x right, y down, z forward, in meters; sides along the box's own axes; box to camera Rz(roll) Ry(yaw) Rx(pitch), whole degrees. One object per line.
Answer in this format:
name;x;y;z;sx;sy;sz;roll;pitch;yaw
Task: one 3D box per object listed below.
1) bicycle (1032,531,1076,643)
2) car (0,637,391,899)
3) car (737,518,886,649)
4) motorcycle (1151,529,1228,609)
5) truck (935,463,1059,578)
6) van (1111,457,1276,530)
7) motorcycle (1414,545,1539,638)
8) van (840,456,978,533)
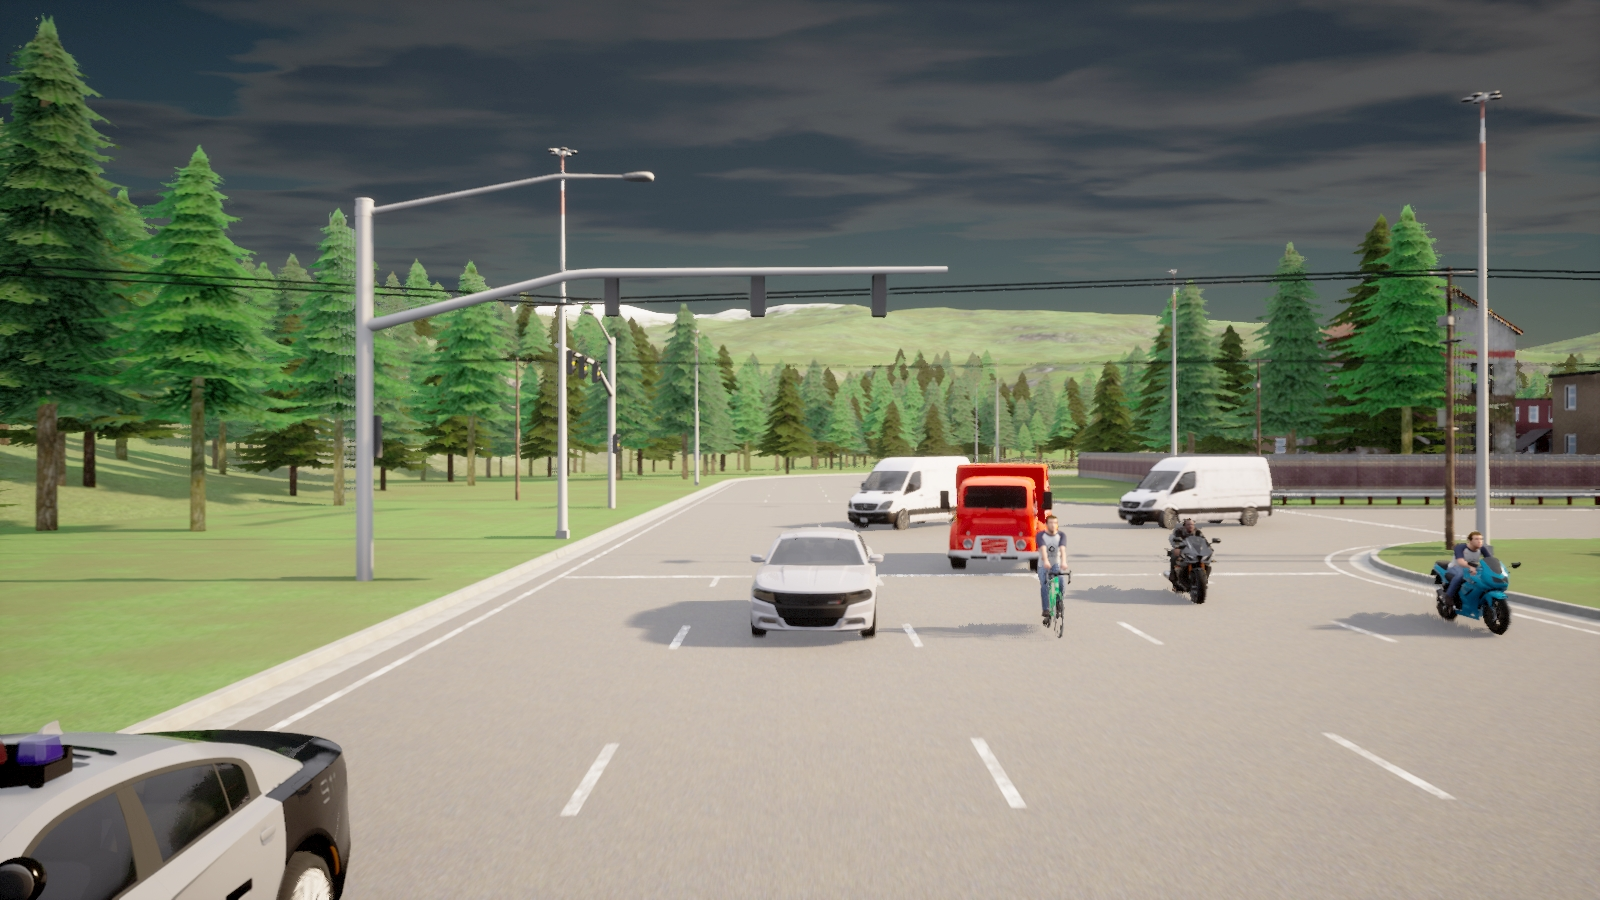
bicycle;3.871;2.056;17.481;0.373;1.496;1.643;0;0;3
car;-3.601;1.982;4.480;2.097;1.638;5.238;0;0;0
car;0.299;2.034;18.634;2.097;1.535;5.006;0;0;3
motorcycle;7.323;2.205;21.578;0.867;1.251;2.209;1;0;5
truck;4.914;1.569;27.823;2.627;2.467;5.204;0;0;14
van;14.453;1.535;41.913;5.915;2.561;1.988;0;0;-23
motorcycle;10.571;2.187;17.946;0.803;1.199;2.033;1;0;2
van;4.078;1.534;41.653;1.988;2.561;5.915;-1;0;40
